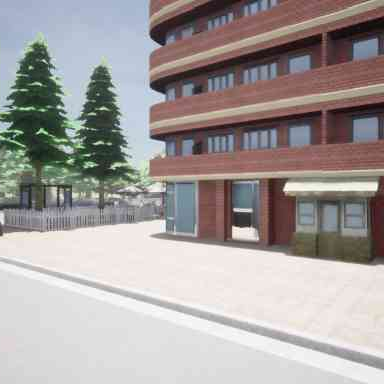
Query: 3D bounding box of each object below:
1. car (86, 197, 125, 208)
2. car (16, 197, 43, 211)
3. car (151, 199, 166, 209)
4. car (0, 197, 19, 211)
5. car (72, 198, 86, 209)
[{"bbox_3d":[-10.927,1.449,43.521,1.837,1.490,4.892,0,0,39],"label":"car"},{"bbox_3d":[-16.428,1.508,36.513,1.994,1.385,4.181,0,0,38],"label":"car"},{"bbox_3d":[-3.195,1.508,41.739,1.994,1.385,4.181,0,0,40],"label":"car"},{"bbox_3d":[-20.498,1.296,36.963,2.097,1.767,4.553,0,0,38],"label":"car"},{"bbox_3d":[-15.088,1.508,43.908,1.994,1.385,4.181,0,0,38],"label":"car"}]
